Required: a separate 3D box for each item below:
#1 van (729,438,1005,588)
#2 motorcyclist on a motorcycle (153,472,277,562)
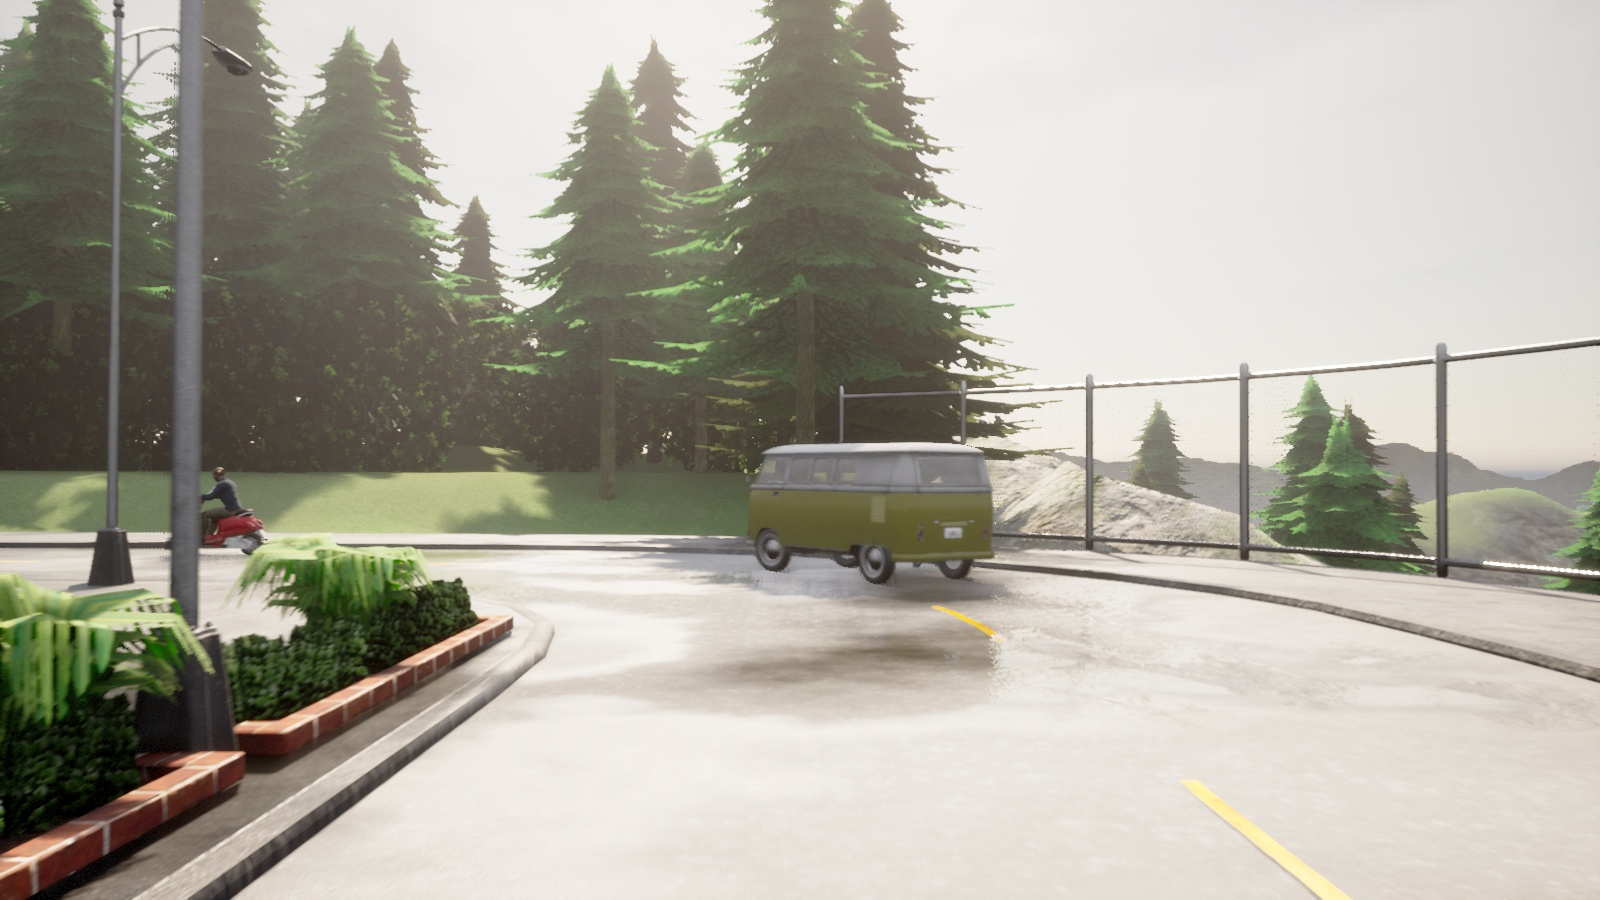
[{"bbox_3d":[0.865,0.883,18.990,1.775,1.987,4.442,1,-1,-36],"label":"van"},{"bbox_3d":[-10.499,1.188,22.568,1.817,1.590,0.866,0,-1,1],"label":"motorcyclist on a motorcycle"}]
